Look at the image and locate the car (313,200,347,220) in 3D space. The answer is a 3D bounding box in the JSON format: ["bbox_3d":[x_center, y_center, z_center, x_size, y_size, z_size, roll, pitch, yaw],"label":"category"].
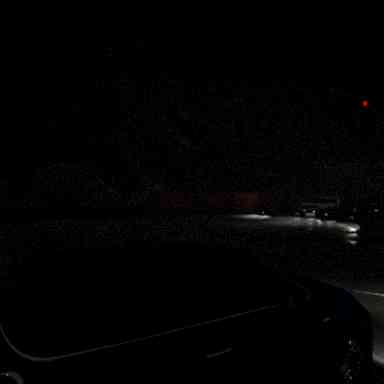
[{"bbox_3d":[14.007,1.775,31.145,4.902,1.511,2.128,1,0,-35],"label":"car"}]

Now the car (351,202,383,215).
[{"bbox_3d":[22.057,1.951,41.096,5.357,1.411,2.033,1,0,-35],"label":"car"}]

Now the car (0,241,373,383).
[{"bbox_3d":[0.082,1.372,3.804,4.553,1.767,2.097,1,0,-35],"label":"car"}]

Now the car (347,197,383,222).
[{"bbox_3d":[15.923,1.503,28.234,5.566,2.045,2.150,1,0,-36],"label":"car"}]

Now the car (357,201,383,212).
[{"bbox_3d":[26.420,2.027,48.509,5.357,1.411,2.033,1,0,-35],"label":"car"}]

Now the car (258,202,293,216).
[{"bbox_3d":[9.693,1.829,36.659,5.357,1.411,2.033,1,0,-35],"label":"car"}]

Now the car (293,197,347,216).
[{"bbox_3d":[13.610,1.525,35.133,5.566,2.045,2.150,1,0,-35],"label":"car"}]

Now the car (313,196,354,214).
[{"bbox_3d":[18.190,1.604,42.637,5.566,2.045,2.150,1,0,-35],"label":"car"}]
